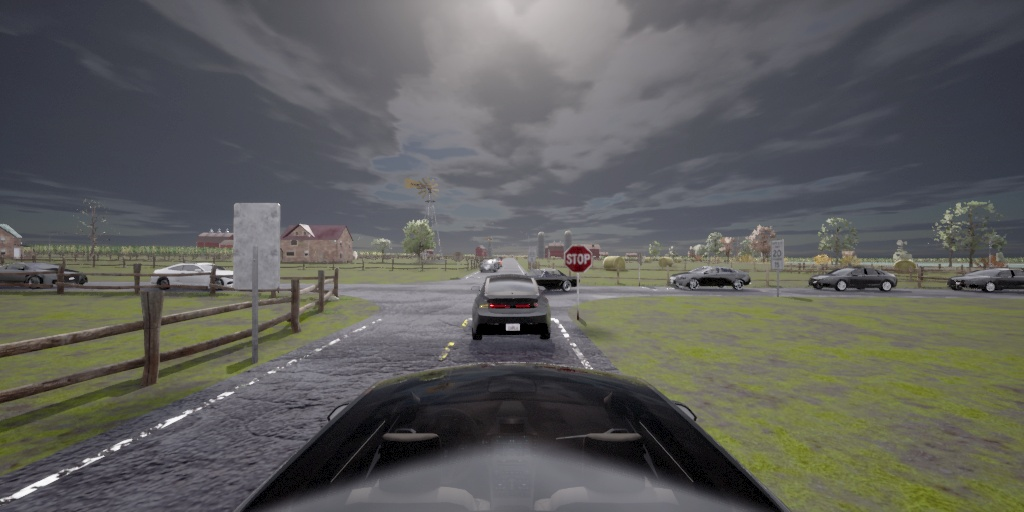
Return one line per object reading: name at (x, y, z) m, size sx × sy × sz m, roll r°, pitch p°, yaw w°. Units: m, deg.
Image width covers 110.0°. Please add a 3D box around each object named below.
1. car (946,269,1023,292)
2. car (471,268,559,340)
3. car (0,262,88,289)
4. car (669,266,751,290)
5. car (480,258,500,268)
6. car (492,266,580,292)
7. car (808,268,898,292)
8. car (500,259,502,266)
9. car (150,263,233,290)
car at (31.692, 1.587, 23.575) m, size 4.892 × 1.490 × 1.837 m, roll 1°, pitch -1°, yaw -1°
car at (-0.078, 1.256, 9.992) m, size 1.837 × 1.490 × 4.892 m, roll 0°, pitch 0°, yaw -2°
car at (-26.372, 1.048, 19.813) m, size 4.181 × 1.385 × 1.994 m, roll 1°, pitch -1°, yaw -1°
car at (12.788, 1.397, 23.273) m, size 4.902 × 1.511 × 2.128 m, roll 1°, pitch -1°, yaw -2°
car at (-2.879, 1.243, 43.812) m, size 2.128 × 1.511 × 4.902 m, roll 0°, pitch 0°, yaw 0°
car at (1.491, 1.369, 20.039) m, size 4.718 × 1.301 × 1.895 m, roll 1°, pitch 0°, yaw -35°
car at (22.189, 1.499, 23.449) m, size 4.892 × 1.490 × 1.837 m, roll 1°, pitch -1°, yaw -1°
car at (-2.850, 1.241, 55.350) m, size 2.128 × 1.511 × 4.902 m, roll 0°, pitch 0°, yaw 0°
car at (-17.252, 1.104, 19.939) m, size 4.674 × 1.442 × 1.812 m, roll 1°, pitch -1°, yaw -1°
